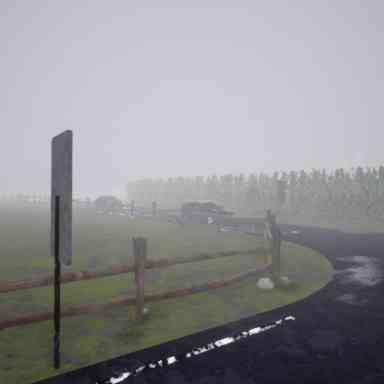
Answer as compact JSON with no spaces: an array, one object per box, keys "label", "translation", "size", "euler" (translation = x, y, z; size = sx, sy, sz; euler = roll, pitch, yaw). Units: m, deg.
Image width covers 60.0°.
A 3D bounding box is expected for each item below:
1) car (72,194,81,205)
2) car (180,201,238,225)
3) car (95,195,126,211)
[{"label":"car","translation":[-18.356,0.997,50.292],"size":[1.882,1.535,5.008],"euler":[1,0,-35]},{"label":"car","translation":[1.041,1.384,22.421],"size":[1.837,1.490,4.892],"euler":[1,0,-35]},{"label":"car","translation":[-9.050,1.140,36.843],"size":[2.097,1.767,4.553],"euler":[1,0,-35]}]
